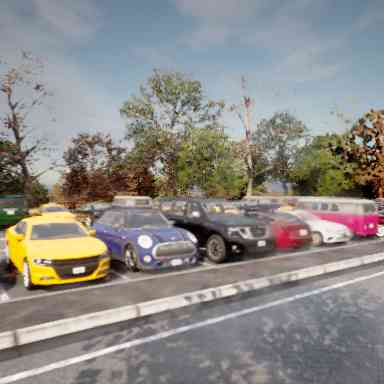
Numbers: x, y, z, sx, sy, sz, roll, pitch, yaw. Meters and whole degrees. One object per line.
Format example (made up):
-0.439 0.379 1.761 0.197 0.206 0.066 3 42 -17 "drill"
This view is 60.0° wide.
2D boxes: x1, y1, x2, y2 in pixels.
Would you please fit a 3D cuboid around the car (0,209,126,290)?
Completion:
-3.964 1.468 9.441 2.097 1.535 5.008 0 0 -35 "car"

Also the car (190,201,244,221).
2.171 1.602 29.854 2.097 1.535 5.008 1 0 -35 "car"

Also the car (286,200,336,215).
13.446 1.721 37.897 2.097 1.535 5.008 1 0 -35 "car"

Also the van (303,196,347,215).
15.653 1.533 39.319 1.878 1.987 4.442 1 -1 -35 "van"

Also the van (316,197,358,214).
17.882 1.605 41.193 1.878 1.987 4.442 2 -1 -35 "van"

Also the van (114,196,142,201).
-4.667 1.305 25.133 1.878 1.987 4.442 1 0 -35 "van"

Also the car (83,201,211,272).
-1.716 1.359 11.072 2.185 1.767 4.553 1 0 -35 "car"

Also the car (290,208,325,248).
2.803 1.559 14.289 2.163 1.488 4.792 1 0 -35 "car"

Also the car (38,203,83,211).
-9.005 1.482 21.674 1.946 1.575 5.366 0 0 -35 "car"

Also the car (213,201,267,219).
4.428 1.627 31.460 2.231 1.521 4.892 1 0 -35 "car"

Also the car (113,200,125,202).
-6.854 1.508 23.425 2.231 1.521 4.892 1 0 -35 "car"

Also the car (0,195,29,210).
-11.382 1.216 20.242 2.435 2.045 5.566 0 0 -35 "car"

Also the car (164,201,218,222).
-0.188 1.577 28.174 2.097 1.535 5.008 1 0 -35 "car"

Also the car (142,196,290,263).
0.577 1.255 12.632 2.435 2.045 5.566 1 0 -35 "car"

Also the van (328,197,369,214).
20.036 1.670 42.727 1.878 1.987 4.442 2 -1 -35 "van"

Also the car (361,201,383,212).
26.969 2.144 47.519 2.002 1.452 4.674 2 -1 -35 "car"

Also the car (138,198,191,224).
-2.326 1.429 26.619 2.185 1.767 4.553 1 0 -35 "car"

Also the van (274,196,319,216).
11.262 1.472 36.192 1.878 1.987 4.442 1 0 -35 "van"

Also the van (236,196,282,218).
6.614 1.424 33.169 1.878 1.987 4.442 1 0 -35 "van"

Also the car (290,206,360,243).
5.079 1.594 15.877 2.002 1.452 4.674 1 0 -35 "car"

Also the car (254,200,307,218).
9.045 1.671 34.530 1.946 1.575 5.366 1 0 -35 "car"

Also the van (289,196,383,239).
7.276 1.352 17.582 1.878 1.987 4.442 1 0 -35 "van"
